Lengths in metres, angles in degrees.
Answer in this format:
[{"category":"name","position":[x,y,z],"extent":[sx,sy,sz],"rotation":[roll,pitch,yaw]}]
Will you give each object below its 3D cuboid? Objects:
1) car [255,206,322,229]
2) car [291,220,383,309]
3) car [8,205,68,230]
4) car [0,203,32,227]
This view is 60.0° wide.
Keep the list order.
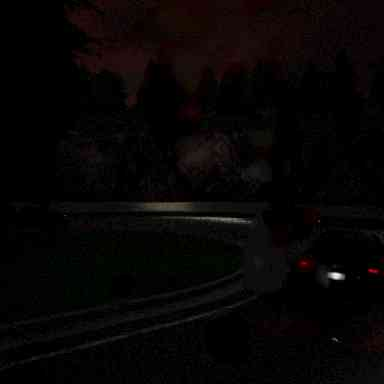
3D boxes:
[{"category":"car","position":[6.828,1.736,23.963],"extent":[2.128,1.511,4.902],"rotation":[1,-1,-43]},{"category":"car","position":[3.895,1.663,8.306],"extent":[1.994,1.385,4.181],"rotation":[1,0,31]},{"category":"car","position":[-10.084,1.571,20.397],"extent":[4.674,1.442,1.812],"rotation":[1,-1,-28]},{"category":"car","position":[-13.592,1.500,22.106],"extent":[5.008,1.535,1.882],"rotation":[1,-1,-37]}]
